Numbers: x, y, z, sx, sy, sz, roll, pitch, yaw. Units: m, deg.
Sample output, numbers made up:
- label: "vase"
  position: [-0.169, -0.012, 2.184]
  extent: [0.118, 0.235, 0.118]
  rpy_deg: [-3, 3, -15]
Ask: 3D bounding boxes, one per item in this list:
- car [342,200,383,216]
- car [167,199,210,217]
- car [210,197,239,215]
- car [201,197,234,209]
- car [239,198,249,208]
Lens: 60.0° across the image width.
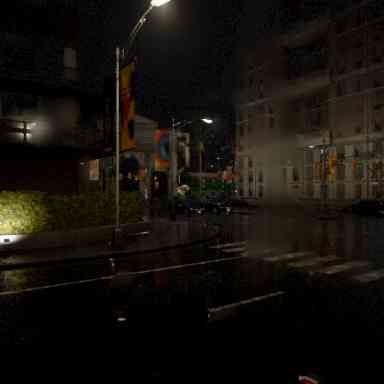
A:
- label: "car"
  position: [17.546, 1.522, 33.052]
  extent: [4.892, 1.490, 1.837]
  rpy_deg: [0, 2, 42]
- label: "car"
  position: [-0.669, 1.535, 32.087]
  extent: [1.812, 1.442, 4.674]
  rpy_deg: [0, 0, -35]
- label: "car"
  position: [2.121, 1.503, 34.205]
  extent: [2.128, 1.511, 4.902]
  rpy_deg: [0, 0, -35]
- label: "car"
  position: [3.499, 1.493, 46.451]
  extent: [1.882, 1.535, 5.008]
  rpy_deg: [0, 0, -35]
- label: "car"
  position: [6.291, 1.580, 48.567]
  extent: [1.994, 1.385, 4.181]
  rpy_deg: [0, 0, -35]
